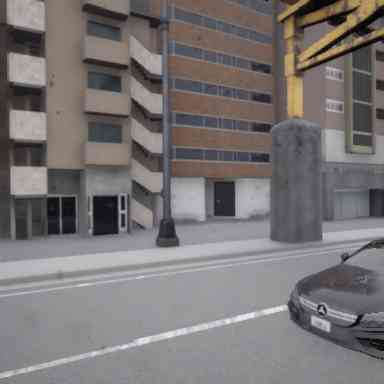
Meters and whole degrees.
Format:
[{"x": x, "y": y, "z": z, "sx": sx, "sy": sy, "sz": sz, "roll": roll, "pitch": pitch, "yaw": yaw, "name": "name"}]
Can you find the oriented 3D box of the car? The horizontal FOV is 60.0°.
[{"x": 3.759, "y": 1.522, "z": 5.658, "sx": 4.674, "sy": 1.442, "sz": 1.812, "roll": 0, "pitch": 0, "yaw": -30, "name": "car"}]
